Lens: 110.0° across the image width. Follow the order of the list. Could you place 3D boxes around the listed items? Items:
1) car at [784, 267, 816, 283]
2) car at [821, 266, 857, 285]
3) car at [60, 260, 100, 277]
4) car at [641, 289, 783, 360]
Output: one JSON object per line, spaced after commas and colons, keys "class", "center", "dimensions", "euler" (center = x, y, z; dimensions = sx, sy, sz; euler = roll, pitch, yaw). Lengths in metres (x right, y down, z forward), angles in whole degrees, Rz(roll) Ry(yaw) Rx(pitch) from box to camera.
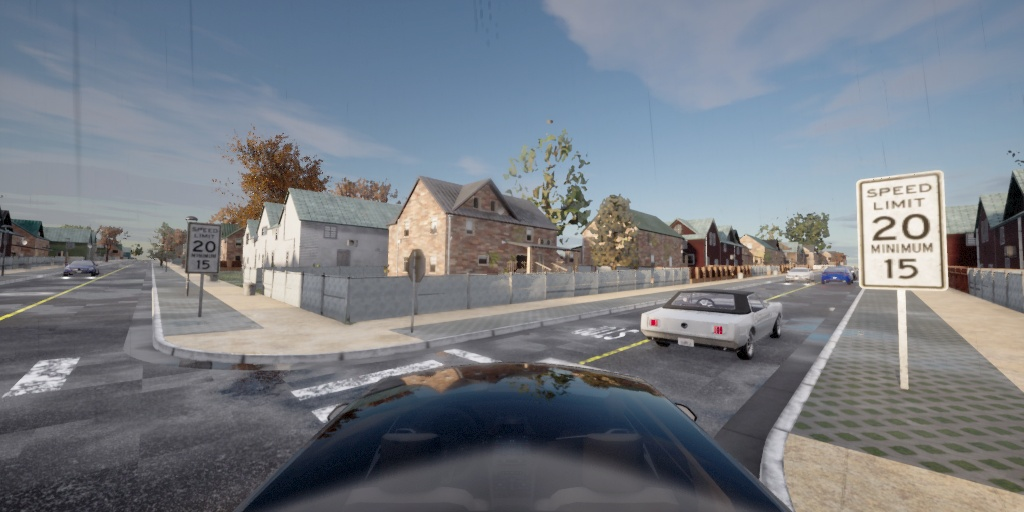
{"class": "car", "center": [28.326, 1.854, 35.206], "dimensions": [4.674, 1.442, 1.812], "euler": [1, -2, -44]}
{"class": "car", "center": [28.918, 1.719, 31.858], "dimensions": [5.008, 1.535, 1.882], "euler": [1, -2, -44]}
{"class": "car", "center": [-40.002, 1.130, 33.410], "dimensions": [4.674, 1.442, 1.812], "euler": [0, -3, 45]}
{"class": "car", "center": [5.025, 1.440, 8.633], "dimensions": [4.718, 1.301, 1.895], "euler": [1, -2, -44]}
